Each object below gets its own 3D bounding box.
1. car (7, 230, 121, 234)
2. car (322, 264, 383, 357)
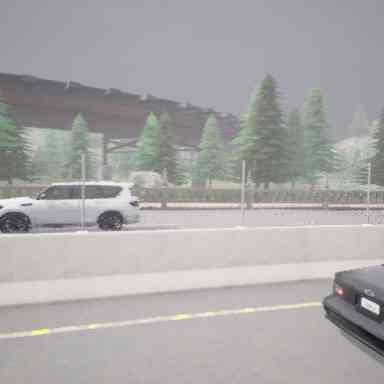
[{"bbox_3d":[-4.820,0.592,13.066,5.566,2.045,2.150,0,2,-18],"label":"car"},{"bbox_3d":[4.582,1.438,4.617,5.357,1.411,2.033,1,2,-14],"label":"car"}]
